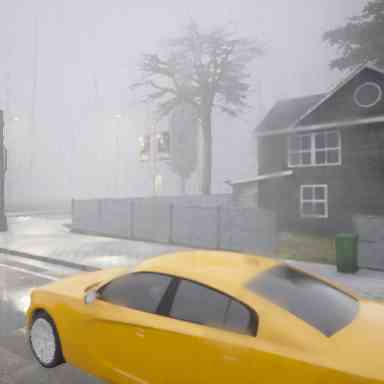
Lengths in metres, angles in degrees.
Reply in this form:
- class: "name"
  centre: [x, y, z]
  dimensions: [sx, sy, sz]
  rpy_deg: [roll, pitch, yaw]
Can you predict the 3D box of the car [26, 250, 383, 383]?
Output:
- class: "car"
  centre: [-0.034, 1.472, 4.017]
  dimensions: [5.008, 1.535, 1.882]
  rpy_deg: [0, 0, 35]
